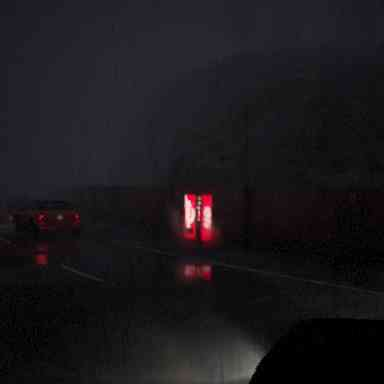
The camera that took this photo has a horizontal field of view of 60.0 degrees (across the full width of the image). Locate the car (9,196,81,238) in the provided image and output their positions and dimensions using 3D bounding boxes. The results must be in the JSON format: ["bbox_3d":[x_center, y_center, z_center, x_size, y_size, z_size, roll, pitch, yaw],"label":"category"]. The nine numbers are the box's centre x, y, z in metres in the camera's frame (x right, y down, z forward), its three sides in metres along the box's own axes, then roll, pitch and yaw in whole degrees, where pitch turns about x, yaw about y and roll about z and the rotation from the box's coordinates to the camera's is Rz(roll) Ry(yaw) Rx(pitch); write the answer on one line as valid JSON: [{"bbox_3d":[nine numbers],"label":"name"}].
[{"bbox_3d":[-7.180,1.118,16.333,2.097,1.767,4.553,0,1,-39],"label":"car"}]

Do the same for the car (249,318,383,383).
[{"bbox_3d":[2.994,1.571,1.887,5.357,1.411,2.033,1,1,35],"label":"car"}]

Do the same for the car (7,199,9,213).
[{"bbox_3d":[-15.719,1.058,30.419,1.812,1.442,4.674,0,0,-27],"label":"car"}]

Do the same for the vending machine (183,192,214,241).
[{"bbox_3d":[0.296,1.070,15.027,1.100,2.100,0.880,0,1,-45],"label":"vending machine"}]

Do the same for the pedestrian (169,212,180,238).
[{"bbox_3d":[-0.794,1.434,15.007,0.375,1.300,0.375,0,1,-44],"label":"pedestrian"}]
